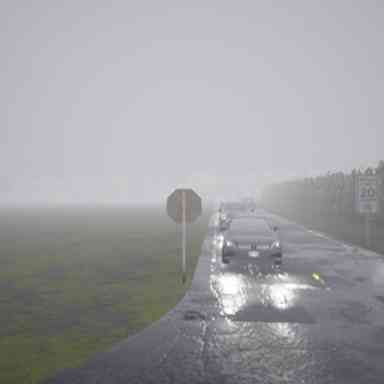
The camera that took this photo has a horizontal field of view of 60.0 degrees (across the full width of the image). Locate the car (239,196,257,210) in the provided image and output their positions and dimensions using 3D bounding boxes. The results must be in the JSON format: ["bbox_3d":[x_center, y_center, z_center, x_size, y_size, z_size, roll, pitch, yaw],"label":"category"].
[{"bbox_3d":[7.764,1.502,46.849,2.097,1.767,4.553,0,0,4],"label":"car"}]

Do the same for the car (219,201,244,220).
[{"bbox_3d":[3.518,1.637,30.328,2.033,1.411,5.357,0,0,5],"label":"car"}]

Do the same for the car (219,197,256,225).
[{"bbox_3d":[2.762,1.407,20.773,2.097,1.767,4.553,0,0,4],"label":"car"}]

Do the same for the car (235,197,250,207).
[{"bbox_3d":[8.538,1.682,56.744,2.128,1.511,4.902,0,0,5],"label":"car"}]

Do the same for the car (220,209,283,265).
[{"bbox_3d":[2.036,1.550,11.968,1.812,1.442,4.674,0,0,6],"label":"car"}]

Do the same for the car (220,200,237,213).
[{"bbox_3d":[4.343,1.729,40.453,1.895,1.301,4.718,0,0,5],"label":"car"}]
